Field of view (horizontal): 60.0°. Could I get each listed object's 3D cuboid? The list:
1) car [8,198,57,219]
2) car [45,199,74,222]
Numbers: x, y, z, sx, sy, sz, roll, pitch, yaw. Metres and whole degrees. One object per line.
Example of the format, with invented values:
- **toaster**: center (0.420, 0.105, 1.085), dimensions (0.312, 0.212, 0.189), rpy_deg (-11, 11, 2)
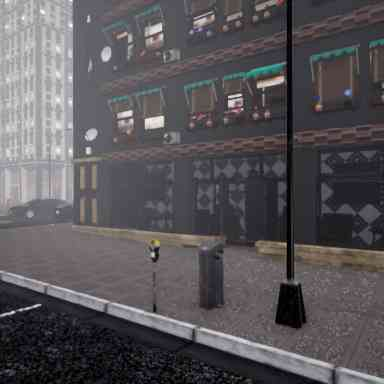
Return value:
- **car**: center (-11.914, 1.239, 26.411), dimensions (1.837, 1.490, 4.892), rpy_deg (0, 1, 35)
- **car**: center (-7.349, 1.279, 22.815), dimensions (1.947, 1.339, 4.313), rpy_deg (1, 1, 35)
